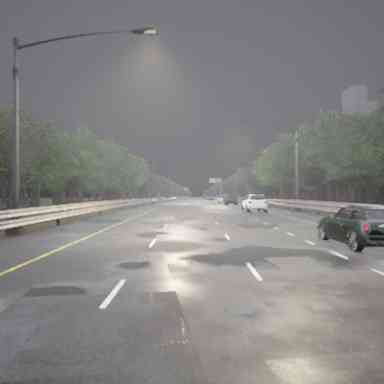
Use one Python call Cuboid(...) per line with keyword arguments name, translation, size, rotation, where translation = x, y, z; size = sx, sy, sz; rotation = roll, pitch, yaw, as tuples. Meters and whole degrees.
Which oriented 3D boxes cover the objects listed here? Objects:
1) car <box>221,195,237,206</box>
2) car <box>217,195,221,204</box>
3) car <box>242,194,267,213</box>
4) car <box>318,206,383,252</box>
Cuboid(name="car", translation=(7.217, 1.530, 62.732), size=(2.150, 2.045, 5.566), rotation=(0, -1, 0))
Cuboid(name="car", translation=(7.351, 1.760, 79.867), size=(2.150, 2.045, 5.566), rotation=(0, -1, 1))
Cuboid(name="car", translation=(7.081, 1.300, 38.078), size=(2.150, 2.045, 5.566), rotation=(0, 0, 0))
Cuboid(name="car", translation=(7.015, 1.359, 13.975), size=(2.097, 1.767, 4.553), rotation=(0, 0, 0))
